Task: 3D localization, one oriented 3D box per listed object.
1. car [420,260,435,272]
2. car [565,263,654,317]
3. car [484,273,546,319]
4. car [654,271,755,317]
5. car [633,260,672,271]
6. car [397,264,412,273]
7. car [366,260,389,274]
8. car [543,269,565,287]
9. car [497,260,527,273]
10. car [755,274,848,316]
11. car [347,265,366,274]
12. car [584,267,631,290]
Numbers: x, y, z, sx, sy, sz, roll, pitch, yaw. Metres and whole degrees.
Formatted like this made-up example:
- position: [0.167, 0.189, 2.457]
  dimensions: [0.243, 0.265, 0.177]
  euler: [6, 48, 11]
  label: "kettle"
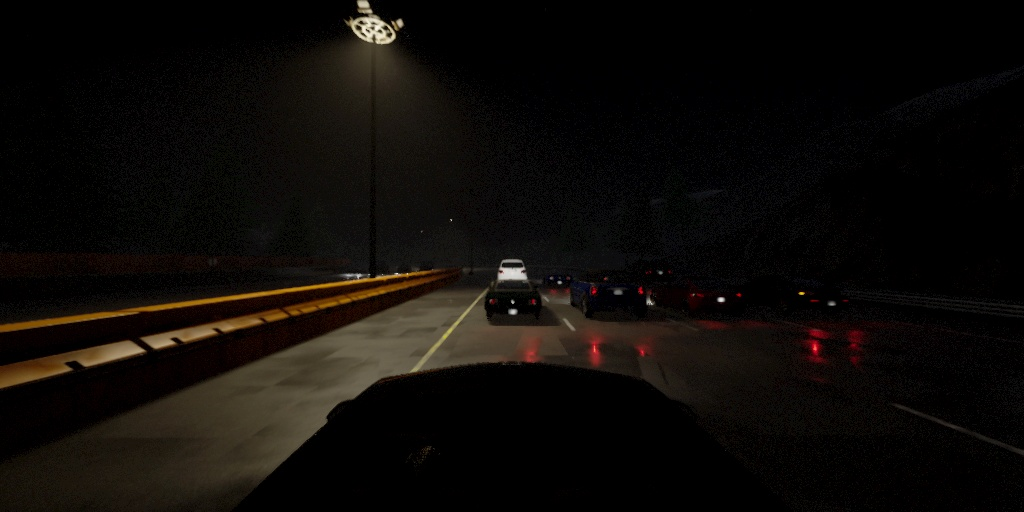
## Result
- position: [-13.717, 1.695, 58.193]
  dimensions: [2.150, 2.045, 5.566]
  euler: [0, -1, -11]
  label: "car"
- position: [3.558, 1.260, 14.066]
  dimensions: [2.097, 1.767, 4.553]
  euler: [0, -1, 1]
  label: "car"
- position: [0.054, 1.503, 13.537]
  dimensions: [1.895, 1.301, 4.718]
  euler: [0, -1, 1]
  label: "car"
- position: [7.059, 1.473, 14.075]
  dimensions: [1.994, 1.385, 4.181]
  euler: [0, -1, 1]
  label: "car"
- position: [10.509, 1.311, 28.069]
  dimensions: [2.150, 2.045, 5.566]
  euler: [0, 0, 0]
  label: "car"
- position: [-17.113, 1.967, 57.262]
  dimensions: [1.837, 1.490, 4.892]
  euler: [0, 0, -11]
  label: "car"
- position: [-20.188, 1.654, 54.785]
  dimensions: [2.150, 2.045, 5.566]
  euler: [0, -1, -10]
  label: "car"
- position: [3.507, 1.695, 28.542]
  dimensions: [1.895, 1.301, 4.718]
  euler: [0, -1, 0]
  label: "car"
- position: [0.011, 1.311, 28.036]
  dimensions: [2.150, 2.045, 5.566]
  euler: [0, 0, 0]
  label: "car"
- position: [10.559, 1.436, 14.146]
  dimensions: [1.812, 1.442, 4.674]
  euler: [0, -1, 0]
  label: "car"
- position: [-23.768, 2.036, 54.967]
  dimensions: [1.895, 1.301, 4.718]
  euler: [0, -1, -10]
  label: "car"
- position: [7.016, 1.622, 26.957]
  dimensions: [2.033, 1.411, 5.357]
  euler: [0, -1, 0]
  label: "car"
